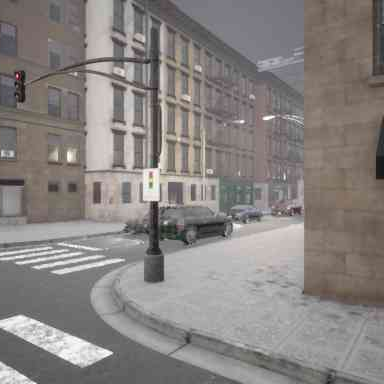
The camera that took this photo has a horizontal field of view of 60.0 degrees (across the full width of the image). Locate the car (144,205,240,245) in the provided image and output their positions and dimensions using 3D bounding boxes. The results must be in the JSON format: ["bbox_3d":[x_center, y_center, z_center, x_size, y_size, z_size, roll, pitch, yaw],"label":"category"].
[{"bbox_3d":[0.140,1.428,16.258,2.097,1.767,4.553,0,0,38],"label":"car"}]

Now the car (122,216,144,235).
[{"bbox_3d":[-1.415,1.630,18.891,2.033,1.411,5.357,0,0,35],"label":"car"}]

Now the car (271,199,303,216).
[{"bbox_3d":[9.966,1.538,34.810,2.097,1.767,4.553,0,0,35],"label":"car"}]

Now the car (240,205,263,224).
[{"bbox_3d":[4.044,1.696,26.529,1.994,1.385,4.181,0,0,36],"label":"car"}]
